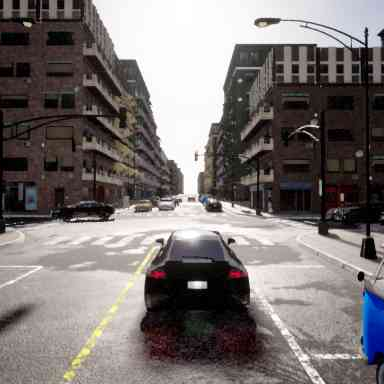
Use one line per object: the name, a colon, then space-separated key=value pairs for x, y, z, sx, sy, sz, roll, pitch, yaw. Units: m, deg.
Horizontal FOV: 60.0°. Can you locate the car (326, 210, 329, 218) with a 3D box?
car: x=13.606 y=1.608 z=28.261 sx=4.097 sy=1.590 sz=1.967 roll=0 pitch=-1 yaw=1

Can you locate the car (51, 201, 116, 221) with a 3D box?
car: x=-8.632 y=1.494 z=26.719 sx=4.902 sy=1.511 sz=2.128 roll=1 pitch=0 yaw=-28

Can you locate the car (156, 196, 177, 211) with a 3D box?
car: x=-3.151 y=1.540 z=41.428 sx=1.812 sy=1.442 sz=4.674 roll=0 pitch=0 yaw=0

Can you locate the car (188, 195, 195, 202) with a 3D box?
car: x=-0.103 y=1.559 z=80.594 sx=2.128 sy=1.511 sz=4.902 roll=0 pitch=0 yaw=0

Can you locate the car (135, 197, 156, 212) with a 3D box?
car: x=-5.727 y=1.539 z=39.881 sx=1.752 sy=1.417 sz=4.829 roll=1 pitch=0 yaw=0

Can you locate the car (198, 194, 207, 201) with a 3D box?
car: x=2.598 y=1.351 z=85.203 sx=2.192 sy=1.841 sz=5.009 roll=1 pitch=0 yaw=0

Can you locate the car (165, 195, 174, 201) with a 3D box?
car: x=-5.786 y=1.587 z=85.192 sx=2.008 sy=1.369 sz=4.403 roll=1 pitch=0 yaw=0

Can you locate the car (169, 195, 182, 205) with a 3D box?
car: x=-3.158 y=1.622 z=56.853 sx=1.895 sy=1.301 sz=4.718 roll=0 pitch=0 yaw=0

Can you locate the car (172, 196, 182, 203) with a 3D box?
car: x=-3.090 y=1.577 z=70.645 sx=1.994 sy=1.385 sz=4.181 roll=0 pitch=0 yaw=0

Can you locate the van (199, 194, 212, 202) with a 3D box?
van: x=2.634 y=1.362 z=56.990 sx=1.690 sy=1.788 sz=3.998 roll=1 pitch=0 yaw=0

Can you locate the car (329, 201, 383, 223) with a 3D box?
car: x=13.501 y=1.473 z=25.672 sx=4.553 sy=1.767 sz=2.097 roll=0 pitch=-1 yaw=1

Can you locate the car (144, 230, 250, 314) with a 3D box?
car: x=0.091 y=1.566 z=7.719 sx=1.994 sy=1.385 sz=4.181 roll=0 pitch=0 yaw=0

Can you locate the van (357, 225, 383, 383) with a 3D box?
van: x=2.671 y=1.342 z=2.116 sx=1.690 sy=1.788 sz=3.998 roll=1 pitch=0 yaw=0

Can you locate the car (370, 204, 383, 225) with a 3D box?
car: x=13.513 y=1.583 z=19.880 sx=4.313 sy=1.339 sz=1.947 roll=0 pitch=-1 yaw=1

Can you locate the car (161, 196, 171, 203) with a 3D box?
car: x=-5.771 y=1.574 z=73.907 sx=1.887 sy=1.381 sz=4.507 roll=1 pitch=0 yaw=0

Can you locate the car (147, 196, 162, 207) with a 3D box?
car: x=-5.741 y=1.459 z=51.337 sx=1.967 sy=1.590 sz=4.097 roll=1 pitch=0 yaw=0

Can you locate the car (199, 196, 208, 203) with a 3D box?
car: x=2.608 y=1.612 z=73.918 sx=1.802 sy=1.307 sz=4.206 roll=1 pitch=0 yaw=0

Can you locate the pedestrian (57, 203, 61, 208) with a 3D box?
pedestrian: x=-12.579 y=1.597 z=31.478 sx=0.500 sy=1.100 sz=0.500 roll=0 pitch=-1 yaw=1

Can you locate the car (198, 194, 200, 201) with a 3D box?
car: x=2.616 y=1.552 z=68.445 sx=1.752 sy=1.417 sz=4.829 roll=1 pitch=0 yaw=0

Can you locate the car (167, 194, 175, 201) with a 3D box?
car: x=-5.791 y=1.480 z=90.836 sx=1.967 sy=1.590 sz=4.097 roll=1 pitch=0 yaw=0

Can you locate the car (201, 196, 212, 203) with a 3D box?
car: x=2.645 y=1.567 z=45.705 sx=2.008 sy=1.369 sz=4.403 roll=1 pitch=0 yaw=0

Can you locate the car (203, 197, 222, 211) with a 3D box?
car: x=2.652 y=1.580 z=40.062 sx=1.947 sy=1.339 sz=4.313 roll=1 pitch=0 yaw=0
